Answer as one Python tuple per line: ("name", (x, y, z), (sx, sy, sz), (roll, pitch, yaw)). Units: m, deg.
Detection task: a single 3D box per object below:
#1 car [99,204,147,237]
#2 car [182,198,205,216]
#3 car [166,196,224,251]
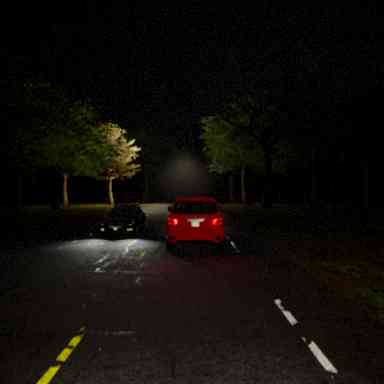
("car", (-3.604, 1.469, 18.067), (1.837, 1.490, 4.892), (0, 0, 0))
("car", (0.097, 1.432, 33.105), (2.128, 1.511, 4.902), (0, 0, 0))
("car", (0.101, 1.194, 14.123), (2.150, 2.045, 5.566), (0, 0, 0))
